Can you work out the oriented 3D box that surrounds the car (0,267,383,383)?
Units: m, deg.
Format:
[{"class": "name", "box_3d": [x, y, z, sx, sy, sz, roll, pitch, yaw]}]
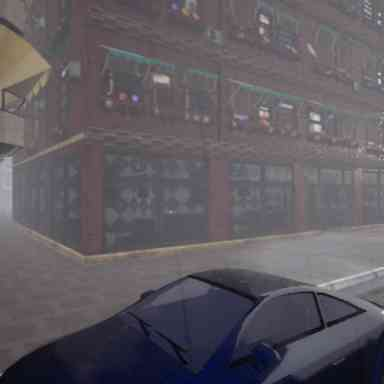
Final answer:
[{"class": "car", "box_3d": [0.338, 1.558, 3.309, 4.181, 1.385, 1.994, 0, 0, -36]}]
